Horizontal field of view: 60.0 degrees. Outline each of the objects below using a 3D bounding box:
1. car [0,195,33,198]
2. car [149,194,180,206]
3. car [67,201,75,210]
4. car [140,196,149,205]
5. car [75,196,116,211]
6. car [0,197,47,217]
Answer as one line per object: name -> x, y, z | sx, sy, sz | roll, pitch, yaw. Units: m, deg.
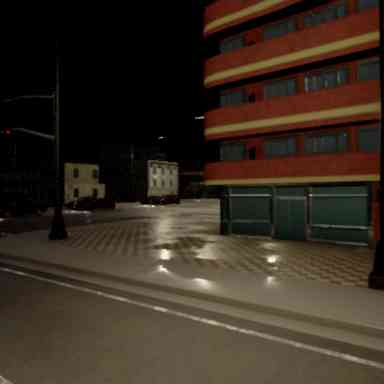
car -> -19.699, 1.407, 35.851 | 2.150, 2.045, 5.566 | -1, 0, 36
car -> -3.902, 1.147, 51.229 | 2.097, 1.767, 4.553 | -1, 1, 37
car -> -14.024, 1.396, 43.476 | 2.097, 1.767, 4.553 | -1, 0, 37
car -> -6.298, 1.317, 53.871 | 1.837, 1.490, 4.892 | -1, 1, 37
car -> -11.536, 1.546, 40.967 | 1.812, 1.442, 4.674 | -1, 1, 37
car -> -17.190, 1.635, 33.342 | 1.882, 1.535, 5.008 | -1, 0, 37
